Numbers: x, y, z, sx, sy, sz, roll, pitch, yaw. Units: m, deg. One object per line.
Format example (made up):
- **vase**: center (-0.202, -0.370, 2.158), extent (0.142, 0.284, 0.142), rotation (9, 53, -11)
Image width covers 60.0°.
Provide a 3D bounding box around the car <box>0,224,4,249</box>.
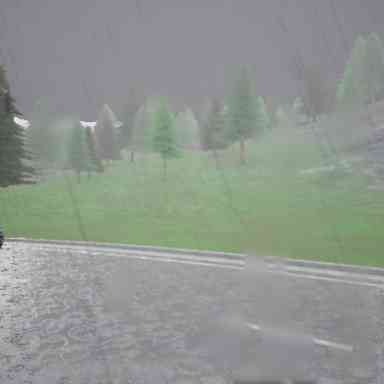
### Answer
- **car**: center (-9.254, 1.367, 12.247), extent (4.553, 1.767, 2.097), rotation (-1, 1, 22)
